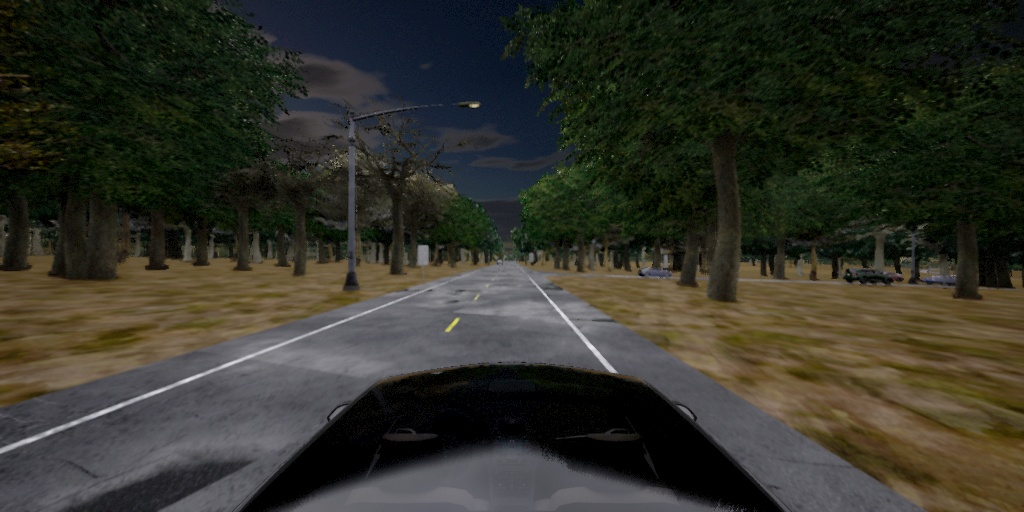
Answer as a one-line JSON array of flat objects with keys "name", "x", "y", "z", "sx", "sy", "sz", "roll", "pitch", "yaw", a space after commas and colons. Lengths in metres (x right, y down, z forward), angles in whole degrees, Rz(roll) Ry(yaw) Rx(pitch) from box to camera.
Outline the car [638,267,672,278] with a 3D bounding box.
[{"name": "car", "x": 18.913, "y": 2.175, "z": 47.570, "sx": 4.181, "sy": 1.385, "sz": 1.994, "roll": 2, "pitch": -1, "yaw": -2}]
